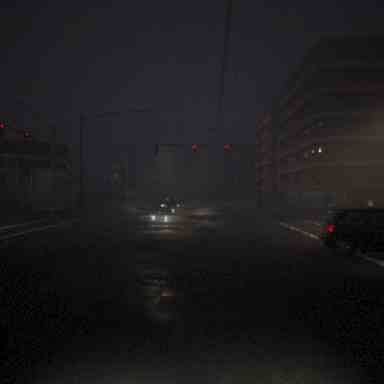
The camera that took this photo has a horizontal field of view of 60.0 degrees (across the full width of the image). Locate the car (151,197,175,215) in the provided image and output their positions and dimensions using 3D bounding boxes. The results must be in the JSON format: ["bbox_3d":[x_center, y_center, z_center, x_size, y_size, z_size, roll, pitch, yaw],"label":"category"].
[{"bbox_3d":[-3.148,1.547,34.739,2.033,1.411,5.357,0,0,-1],"label":"car"}]

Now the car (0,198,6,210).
[{"bbox_3d":[-24.023,1.456,38.959,3.806,1.475,1.970,0,0,1],"label":"car"}]

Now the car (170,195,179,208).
[{"bbox_3d":[-3.255,1.564,47.969,1.994,1.385,4.181,0,0,0],"label":"car"}]

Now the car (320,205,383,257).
[{"bbox_3d":[7.065,1.352,11.949,4.553,1.767,2.097,0,0,16],"label":"car"}]
